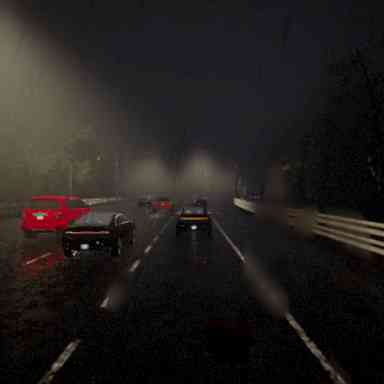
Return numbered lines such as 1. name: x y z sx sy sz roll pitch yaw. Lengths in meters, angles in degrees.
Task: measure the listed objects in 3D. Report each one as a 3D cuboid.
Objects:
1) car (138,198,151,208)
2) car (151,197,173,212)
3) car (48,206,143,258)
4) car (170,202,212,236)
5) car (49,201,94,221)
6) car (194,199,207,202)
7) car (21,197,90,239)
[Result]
1. car: -6.898 1.590 49.506 2.128 1.511 4.902 0 0 0
2. car: -3.397 1.431 40.409 2.097 1.767 4.553 0 0 0
3. car: -3.399 1.518 12.962 2.128 1.511 4.902 0 0 0
4. car: 0.108 1.529 18.819 2.128 1.511 4.902 0 0 0
5. car: -10.398 1.606 29.137 2.033 1.411 5.357 0 0 0
6. car: 1.230 1.657 48.050 1.994 1.385 4.181 0 0 5
7. car: -6.900 1.259 17.796 2.150 2.045 5.566 0 0 0
